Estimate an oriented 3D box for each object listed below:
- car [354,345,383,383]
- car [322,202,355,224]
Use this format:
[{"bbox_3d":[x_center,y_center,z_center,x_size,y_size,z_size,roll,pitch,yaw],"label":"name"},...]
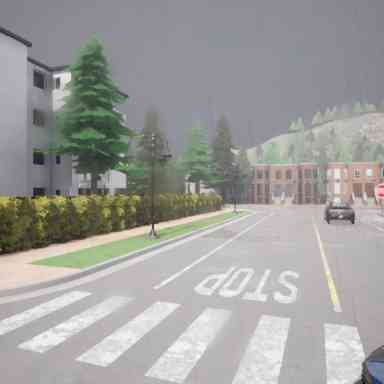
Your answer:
[{"bbox_3d":[3.593,1.550,1.343,2.033,1.411,5.357,0,0,-32],"label":"car"},{"bbox_3d":[10.969,1.484,24.965,2.128,1.511,4.902,0,0,19],"label":"car"}]
